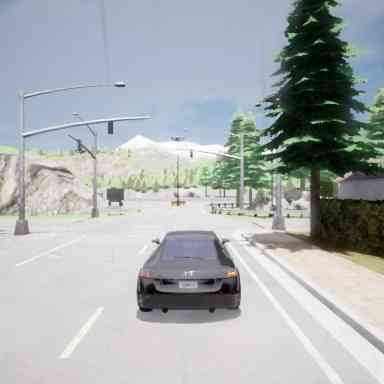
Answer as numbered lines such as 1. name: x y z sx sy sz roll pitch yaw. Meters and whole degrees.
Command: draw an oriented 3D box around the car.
1. car: -0.033 1.574 7.816 1.994 1.385 4.181 0 0 1
